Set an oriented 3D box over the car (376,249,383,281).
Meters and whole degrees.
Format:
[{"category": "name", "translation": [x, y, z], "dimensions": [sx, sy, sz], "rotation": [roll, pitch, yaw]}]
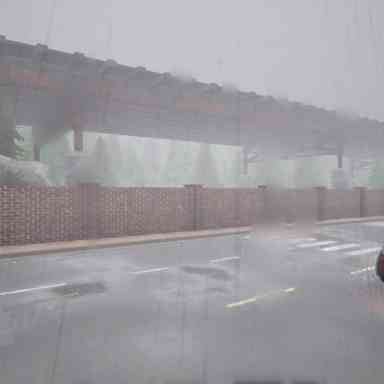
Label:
[{"category": "car", "translation": [6.520, 1.563, 8.435], "dimensions": [4.181, 1.385, 1.994], "rotation": [0, 0, -35]}]
